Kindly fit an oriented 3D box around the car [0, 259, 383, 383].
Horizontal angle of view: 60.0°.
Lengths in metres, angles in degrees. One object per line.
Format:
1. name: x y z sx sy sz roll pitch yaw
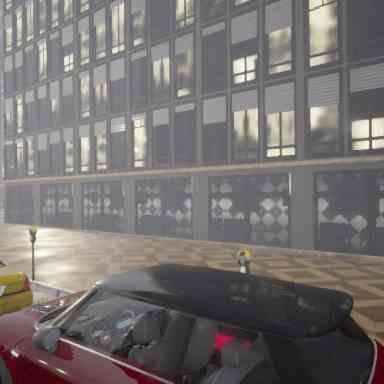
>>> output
1. car: -0.350 1.441 3.143 4.097 1.590 1.967 0 -1 35
